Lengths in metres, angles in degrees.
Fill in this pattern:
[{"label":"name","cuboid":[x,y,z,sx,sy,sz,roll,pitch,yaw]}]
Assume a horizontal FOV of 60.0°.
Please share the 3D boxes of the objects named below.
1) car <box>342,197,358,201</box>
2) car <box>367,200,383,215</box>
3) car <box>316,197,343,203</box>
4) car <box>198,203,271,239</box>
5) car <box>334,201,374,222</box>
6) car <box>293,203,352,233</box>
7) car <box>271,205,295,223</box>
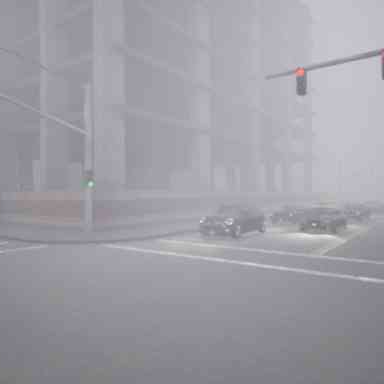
[{"label":"car","cuboid":[19.109,1.685,40.999,1.895,1.301,4.718,-1,0,37]},{"label":"car","cuboid":[19.046,1.575,35.048,1.812,1.442,4.674,-1,0,37]},{"label":"car","cuboid":[13.141,1.564,32.953,1.882,1.535,5.008,-1,0,37]},{"label":"car","cuboid":[2.295,1.442,18.258,2.097,1.767,4.553,-1,0,36]},{"label":"car","cuboid":[13.125,1.652,27.036,1.895,1.301,4.718,-1,0,36]},{"label":"car","cuboid":[7.923,1.616,19.987,1.994,1.385,4.181,-1,0,36]},{"label":"car","cuboid":[7.626,1.689,25.480,1.895,1.301,4.718,-1,0,36]}]
